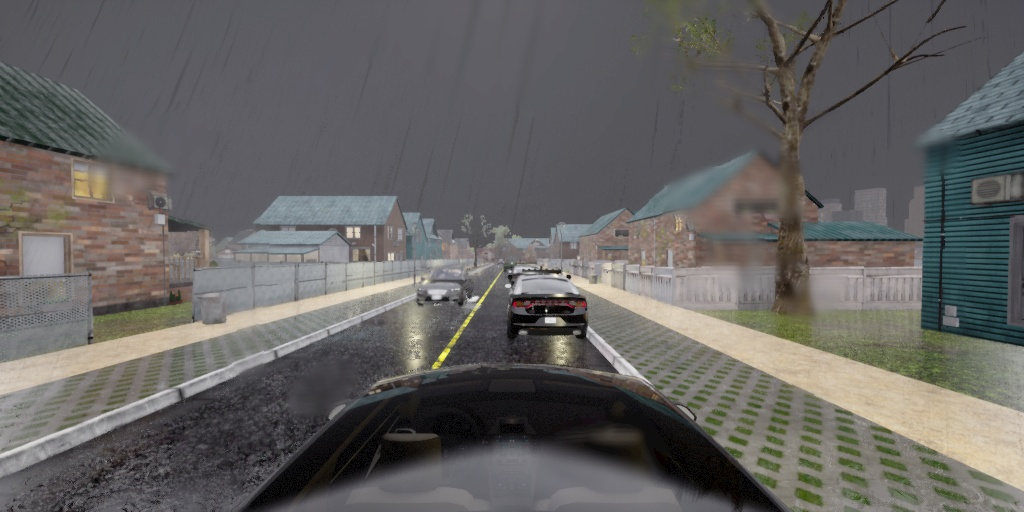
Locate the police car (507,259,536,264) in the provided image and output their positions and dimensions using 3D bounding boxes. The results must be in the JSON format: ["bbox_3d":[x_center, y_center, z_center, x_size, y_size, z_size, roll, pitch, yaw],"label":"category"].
[{"bbox_3d":[0.829,1.182,20.257,1.930,1.638,5.238,0,0,0],"label":"police car"}]

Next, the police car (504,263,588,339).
[{"bbox_3d":[0.827,1.174,10.255,1.930,1.638,5.238,0,0,0],"label":"police car"}]

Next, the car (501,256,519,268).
[{"bbox_3d":[0.031,1.026,46.903,2.150,2.045,5.566,0,0,0],"label":"car"}]

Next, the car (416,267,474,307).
[{"bbox_3d":[-2.746,1.243,15.525,2.128,1.511,4.902,0,0,0],"label":"car"}]
